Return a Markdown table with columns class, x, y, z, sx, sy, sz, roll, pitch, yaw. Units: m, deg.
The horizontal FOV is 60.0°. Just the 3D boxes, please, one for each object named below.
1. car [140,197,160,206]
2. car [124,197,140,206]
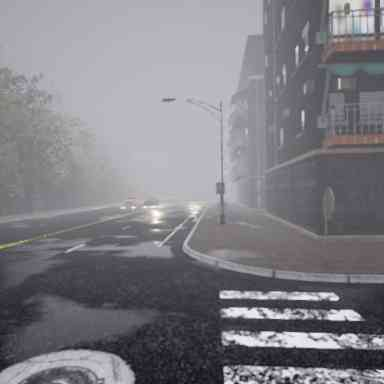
| class | x | y | z | sx | sy | sz | roll | pitch | yaw |
| --- | --- | --- | --- | --- | --- | --- | --- | --- | --- |
| car | -6.428 | 1.519 | 53.785 | 2.033 | 1.411 | 5.357 | -1 | 0 | 4 |
| car | -9.670 | 1.499 | 54.026 | 1.882 | 1.535 | 5.008 | -1 | 0 | 4 |
